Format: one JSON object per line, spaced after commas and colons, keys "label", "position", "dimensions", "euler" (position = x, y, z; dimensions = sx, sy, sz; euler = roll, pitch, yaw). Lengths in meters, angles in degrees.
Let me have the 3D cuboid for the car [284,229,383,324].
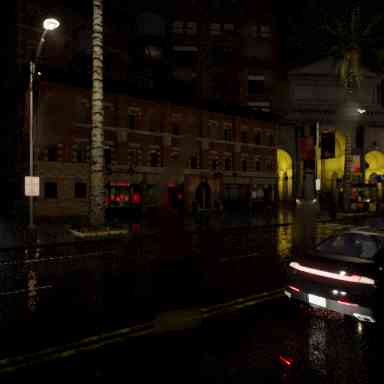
{"label": "car", "position": [3.951, 1.492, 6.628], "dimensions": [4.902, 1.511, 2.128], "euler": [0, 0, -35]}
